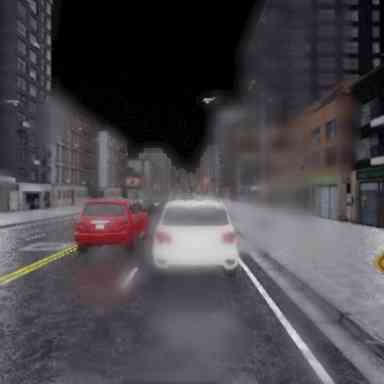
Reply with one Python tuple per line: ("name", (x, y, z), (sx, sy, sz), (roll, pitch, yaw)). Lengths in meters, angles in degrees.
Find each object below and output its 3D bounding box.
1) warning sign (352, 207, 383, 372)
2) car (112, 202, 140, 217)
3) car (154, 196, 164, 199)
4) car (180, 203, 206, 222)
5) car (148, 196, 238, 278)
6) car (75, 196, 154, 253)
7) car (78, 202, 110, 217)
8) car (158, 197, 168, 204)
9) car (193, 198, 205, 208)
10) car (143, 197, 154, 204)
("warning sign", (2.852, 1.136, 4.056), (1.300, 1.860, 1.060), (0, 0, 0))
("car", (-6.601, 1.751, 33.852), (1.994, 1.385, 4.181), (0, 0, 0))
("car", (-3.154, 1.405, 33.296), (2.150, 2.045, 5.566), (0, 0, 0))
("car", (0.094, 1.709, 29.429), (2.033, 1.411, 5.357), (0, 0, 0))
("car", (0.083, 1.278, 10.463), (2.150, 2.045, 5.566), (0, 0, -1))
("car", (-3.159, 1.298, 14.195), (2.150, 2.045, 5.566), (0, 0, 0))
("car", (-9.850, 1.751, 33.864), (1.994, 1.385, 4.181), (0, 0, 0))
("car", (-6.506, 1.870, 75.366), (1.812, 1.442, 4.674), (0, 0, 0))
("car", (1.134, 1.748, 54.246), (1.801, 1.575, 5.366), (0, 0, 0))
("car", (-9.756, 1.898, 75.366), (1.994, 1.385, 4.181), (0, 0, 0))
